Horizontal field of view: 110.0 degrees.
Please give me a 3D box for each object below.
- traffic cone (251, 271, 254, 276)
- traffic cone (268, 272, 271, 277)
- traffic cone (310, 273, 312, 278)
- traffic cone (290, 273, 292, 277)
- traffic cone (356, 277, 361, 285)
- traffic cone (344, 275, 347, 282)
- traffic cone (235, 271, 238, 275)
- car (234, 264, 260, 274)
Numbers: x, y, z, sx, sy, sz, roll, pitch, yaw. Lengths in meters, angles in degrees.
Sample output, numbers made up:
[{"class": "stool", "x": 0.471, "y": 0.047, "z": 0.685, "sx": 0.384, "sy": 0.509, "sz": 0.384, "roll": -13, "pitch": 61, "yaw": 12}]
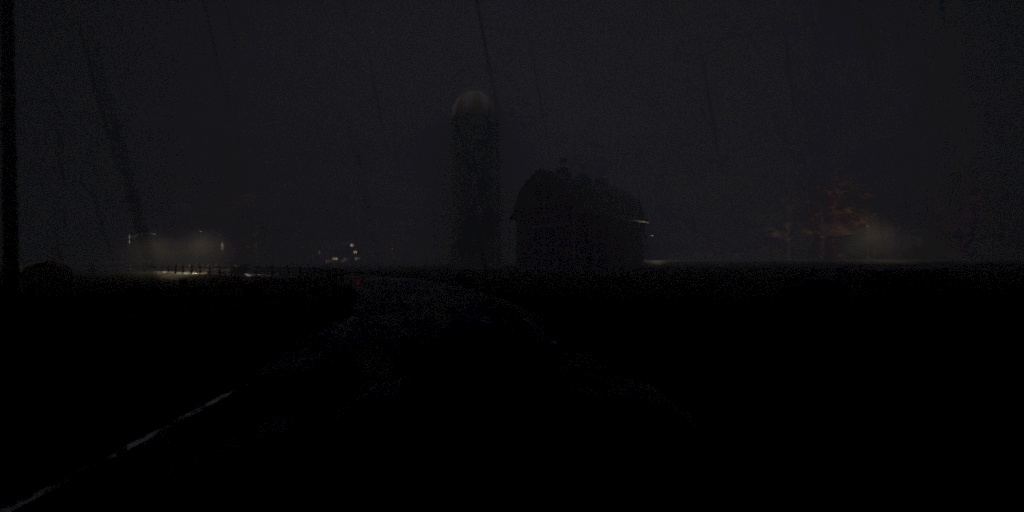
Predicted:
[{"class": "traffic cone", "x": -33.532, "y": 2.270, "z": 46.334, "sx": 0.340, "sy": 0.580, "sz": 0.340, "roll": 0, "pitch": 0, "yaw": 33}, {"class": "traffic cone", "x": -29.353, "y": 2.209, "z": 43.588, "sx": 0.340, "sy": 0.580, "sz": 0.340, "roll": 0, "pitch": 0, "yaw": 33}, {"class": "traffic cone", "x": -21.349, "y": 2.083, "z": 38.034, "sx": 0.340, "sy": 0.580, "sz": 0.340, "roll": 0, "pitch": 0, "yaw": 39}, {"class": "traffic cone", "x": -25.179, "y": 2.147, "z": 40.846, "sx": 0.340, "sy": 0.580, "sz": 0.340, "roll": 0, "pitch": 0, "yaw": 33}, {"class": "traffic cone", "x": -11.788, "y": 1.920, "z": 27.526, "sx": 0.340, "sy": 0.580, "sz": 0.340, "roll": 0, "pitch": 0, "yaw": -34}, {"class": "traffic cone", "x": -14.620, "y": 1.970, "z": 31.342, "sx": 0.340, "sy": 0.580, "sz": 0.340, "roll": 0, "pitch": 0, "yaw": -39}, {"class": "traffic cone", "x": -37.711, "y": 2.328, "z": 49.079, "sx": 0.340, "sy": 0.580, "sz": 0.340, "roll": 0, "pitch": 0, "yaw": 33}, {"class": "car", "x": -38.477, "y": 1.844, "z": 52.043, "sx": 4.902, "sy": 1.511, "sz": 2.128, "roll": -1, "pitch": 1, "yaw": 33}]
